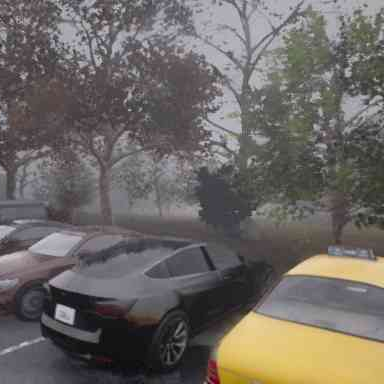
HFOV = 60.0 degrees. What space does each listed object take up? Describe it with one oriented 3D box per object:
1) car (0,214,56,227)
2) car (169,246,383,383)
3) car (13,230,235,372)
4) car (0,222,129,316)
[{"bbox_3d":[-4.821,1.538,9.234,2.002,1.452,4.674,0,0,36],"label":"car"},{"bbox_3d":[2.182,1.482,4.432,1.946,1.575,5.366,0,0,36],"label":"car"},{"bbox_3d":[-0.178,1.528,5.933,2.163,1.488,4.792,0,0,36],"label":"car"},{"bbox_3d":[-2.559,1.542,7.610,2.002,1.452,4.674,0,0,36],"label":"car"}]
